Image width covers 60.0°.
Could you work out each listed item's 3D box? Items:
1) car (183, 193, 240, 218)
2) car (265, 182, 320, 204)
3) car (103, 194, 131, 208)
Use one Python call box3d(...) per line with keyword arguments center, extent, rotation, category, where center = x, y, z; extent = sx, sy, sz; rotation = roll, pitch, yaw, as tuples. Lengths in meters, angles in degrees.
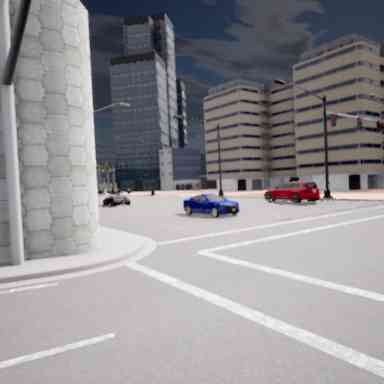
box3d(center=(1.273, 0.872, 23.616), extent=(1.882, 1.535, 5.008), rotation=(-4, 2, -35), category="car")
box3d(center=(9.433, 0.073, 31.735), extent=(2.150, 2.045, 5.566), rotation=(0, 0, -31), category="car")
box3d(center=(-8.481, 0.953, 37.528), extent=(1.994, 1.385, 4.181), rotation=(-4, 2, -35), category="car")
